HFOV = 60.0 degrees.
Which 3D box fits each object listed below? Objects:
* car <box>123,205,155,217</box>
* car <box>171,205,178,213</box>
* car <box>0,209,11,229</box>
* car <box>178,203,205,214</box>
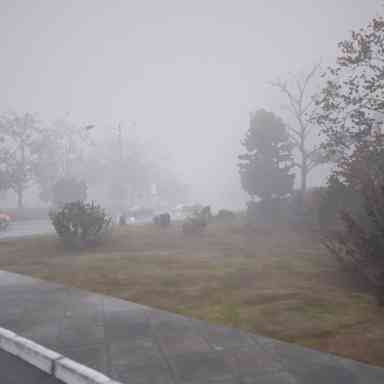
[{"bbox_3d":[-6.624,2.392,42.087,1.812,1.442,4.674,-3,-2,32],"label":"car"},{"bbox_3d":[-1.329,2.455,50.502,1.812,1.442,4.674,-3,-2,33],"label":"car"},{"bbox_3d":[-16.907,2.162,26.071,2.097,1.767,4.553,-3,-2,33],"label":"car"},{"bbox_3d":[0.589,2.230,46.673,1.882,1.535,5.008,-3,-2,32],"label":"car"}]
